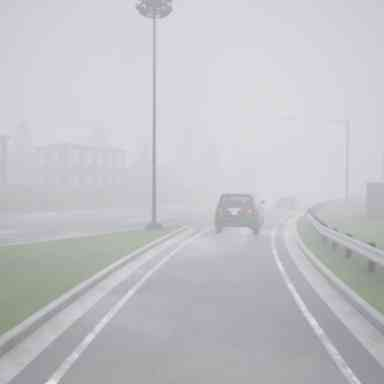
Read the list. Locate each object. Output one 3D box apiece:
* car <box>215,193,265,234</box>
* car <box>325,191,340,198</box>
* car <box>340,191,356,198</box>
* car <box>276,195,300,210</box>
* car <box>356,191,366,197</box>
[{"bbox_3d":[2.699,1.041,18.084,2.150,2.045,5.566,0,1,16],"label":"car"},{"bbox_3d":[37.153,0.695,86.879,1.837,1.490,4.892,1,1,37],"label":"car"},{"bbox_3d":[40.183,0.576,85.083,2.097,1.767,4.553,1,1,37],"label":"car"},{"bbox_3d":[10.871,1.131,37.607,2.128,1.511,4.902,0,1,28],"label":"car"},{"bbox_3d":[43.016,0.843,83.029,1.895,1.301,4.718,1,1,37],"label":"car"}]
